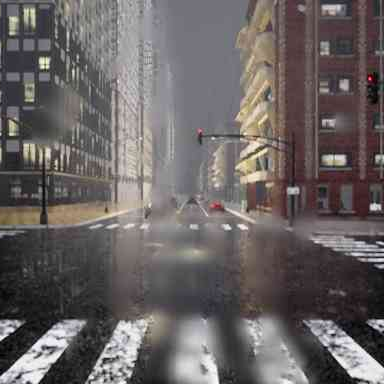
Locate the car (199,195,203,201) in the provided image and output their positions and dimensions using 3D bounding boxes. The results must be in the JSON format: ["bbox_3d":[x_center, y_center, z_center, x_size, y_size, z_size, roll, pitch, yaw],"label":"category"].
[{"bbox_3d":[2.670,1.603,55.823,2.008,1.369,4.403,0,0,0],"label":"car"}]

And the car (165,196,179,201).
[{"bbox_3d":[-3.073,1.550,49.957,1.837,1.490,4.892,0,0,0],"label":"car"}]

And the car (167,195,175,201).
[{"bbox_3d":[-5.725,1.647,89.712,1.887,1.381,4.507,0,0,0],"label":"car"}]

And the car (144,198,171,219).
[{"bbox_3d":[-3.130,1.570,29.523,2.033,1.411,5.357,0,0,-4],"label":"car"}]

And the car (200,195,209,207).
[{"bbox_3d":[2.672,1.596,50.175,2.008,1.369,4.403,0,0,0],"label":"car"}]

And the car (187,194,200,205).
[{"bbox_3d":[-0.022,1.583,59.855,1.812,1.442,4.674,0,0,0],"label":"car"}]

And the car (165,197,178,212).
[{"bbox_3d":[-3.098,1.597,39.542,1.994,1.385,4.181,0,0,1],"label":"car"}]

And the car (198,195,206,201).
[{"bbox_3d":[2.655,1.542,89.715,1.967,1.590,4.097,0,0,0],"label":"car"}]

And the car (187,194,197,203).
[{"bbox_3d":[-0.026,1.258,69.829,2.097,1.767,4.553,0,0,0],"label":"car"}]

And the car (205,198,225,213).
[{"bbox_3d":[2.727,1.612,37.258,1.802,1.307,4.206,0,0,0],"label":"car"}]

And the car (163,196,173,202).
[{"bbox_3d":[-5.720,1.635,78.414,2.008,1.369,4.403,0,0,0],"label":"car"}]

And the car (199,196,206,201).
[{"bbox_3d":[2.658,1.675,84.067,1.802,1.307,4.206,0,0,0],"label":"car"}]
